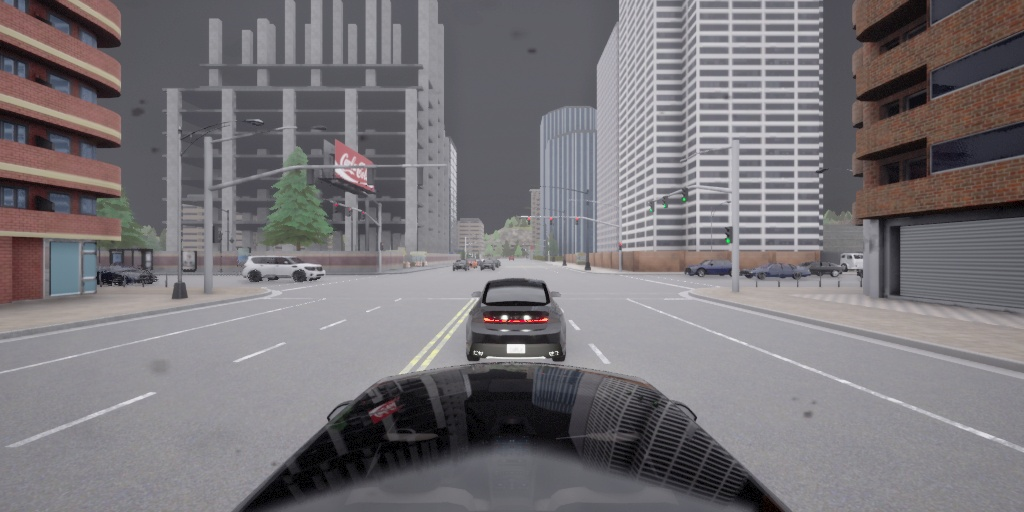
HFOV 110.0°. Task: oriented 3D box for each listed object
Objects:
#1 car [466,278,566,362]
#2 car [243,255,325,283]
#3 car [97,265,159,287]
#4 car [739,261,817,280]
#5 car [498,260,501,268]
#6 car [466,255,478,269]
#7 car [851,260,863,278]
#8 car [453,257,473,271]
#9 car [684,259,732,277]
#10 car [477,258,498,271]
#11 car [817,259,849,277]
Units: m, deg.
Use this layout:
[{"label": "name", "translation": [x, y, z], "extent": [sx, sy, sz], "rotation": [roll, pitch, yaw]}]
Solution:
[{"label": "car", "translation": [0.094, 1.254, 8.228], "extent": [1.837, 1.490, 4.892], "rotation": [0, 0, 1]}, {"label": "car", "translation": [-17.418, 0.971, 27.475], "extent": [5.566, 2.045, 2.150], "rotation": [0, 0, 0]}, {"label": "car", "translation": [-26.398, 1.312, 23.971], "extent": [4.181, 1.385, 1.994], "rotation": [0, 0, 0]}, {"label": "car", "translation": [22.808, 1.295, 31.191], "extent": [5.357, 1.411, 2.033], "rotation": [0, 0, 0]}, {"label": "car", "translation": [-3.287, 1.098, 60.415], "extent": [2.097, 1.767, 4.553], "rotation": [0, 0, 1]}, {"label": "car", "translation": [-6.805, 1.098, 57.966], "extent": [2.097, 1.767, 4.553], "rotation": [0, 0, 0]}, {"label": "car", "translation": [32.720, 1.312, 31.180], "extent": [4.181, 1.385, 1.994], "rotation": [0, 0, 0]}, {"label": "car", "translation": [-6.862, 1.251, 48.760], "extent": [1.837, 1.490, 4.892], "rotation": [0, 0, 0]}, {"label": "car", "translation": [19.218, 1.100, 34.690], "extent": [4.553, 1.767, 2.097], "rotation": [0, 0, 0]}, {"label": "car", "translation": [-3.354, 1.251, 50.290], "extent": [1.837, 1.490, 4.892], "rotation": [0, 0, 0]}, {"label": "car", "translation": [29.068, 1.252, 34.684], "extent": [4.892, 1.490, 1.837], "rotation": [0, 0, 0]}]
